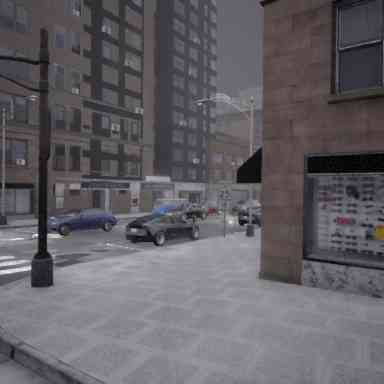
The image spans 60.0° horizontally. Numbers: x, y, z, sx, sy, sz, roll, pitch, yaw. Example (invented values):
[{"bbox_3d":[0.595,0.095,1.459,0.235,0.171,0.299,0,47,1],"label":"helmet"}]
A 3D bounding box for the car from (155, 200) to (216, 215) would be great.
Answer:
[{"bbox_3d":[-0.435,1.681,27.928,2.128,1.511,4.902,1,0,35],"label":"car"}]

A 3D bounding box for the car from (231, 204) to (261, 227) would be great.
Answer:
[{"bbox_3d":[5.066,1.851,25.380,1.947,1.339,4.313,0,0,36],"label":"car"}]

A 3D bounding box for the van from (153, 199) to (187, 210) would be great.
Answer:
[{"bbox_3d":[-1.845,1.503,30.367,1.690,1.788,3.998,0,0,36],"label":"van"}]

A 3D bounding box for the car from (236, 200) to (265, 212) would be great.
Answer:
[{"bbox_3d":[7.698,1.824,43.604,1.752,1.417,4.829,0,0,36],"label":"car"}]

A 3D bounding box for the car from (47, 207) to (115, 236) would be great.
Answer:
[{"bbox_3d":[-6.503,1.634,19.508,1.812,1.442,4.674,1,0,37],"label":"car"}]

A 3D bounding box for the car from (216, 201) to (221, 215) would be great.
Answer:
[{"bbox_3d":[1.369,1.646,34.826,1.967,1.590,4.097,0,0,36],"label":"car"}]

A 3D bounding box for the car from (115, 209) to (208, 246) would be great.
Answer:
[{"bbox_3d":[-1.364,1.765,16.464,1.947,1.339,4.313,0,0,36],"label":"car"}]

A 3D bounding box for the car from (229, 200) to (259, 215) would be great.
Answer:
[{"bbox_3d":[5.872,1.630,36.646,2.097,1.767,4.553,1,0,36],"label":"car"}]
